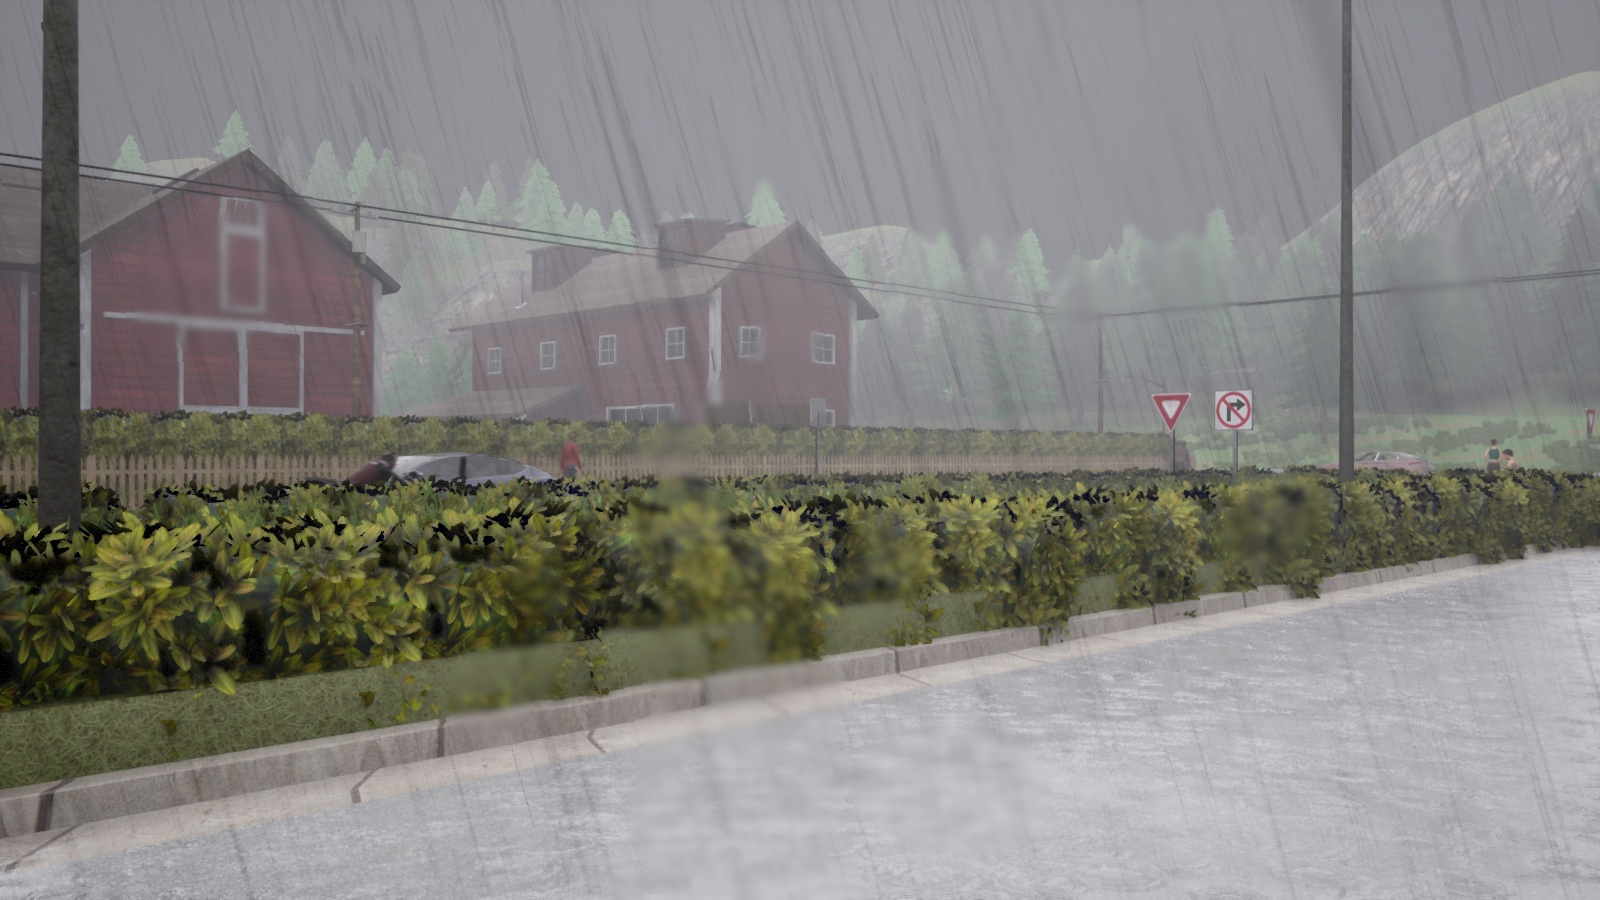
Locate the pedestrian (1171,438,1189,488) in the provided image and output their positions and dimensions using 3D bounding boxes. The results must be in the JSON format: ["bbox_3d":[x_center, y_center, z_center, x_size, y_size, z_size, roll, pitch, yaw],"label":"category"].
[{"bbox_3d":[14.074,0.466,46.476,0.634,1.846,0.331,0,0,-41],"label":"pedestrian"}]

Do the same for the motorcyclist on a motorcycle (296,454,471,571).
[{"bbox_3d":[-5.831,0.831,17.678,2.191,1.530,0.866,0,0,-44],"label":"motorcyclist on a motorcycle"}]

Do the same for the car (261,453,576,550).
[{"bbox_3d":[-6.531,0.806,21.891,4.792,1.488,2.163,0,0,-44],"label":"car"}]

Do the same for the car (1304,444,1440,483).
[{"bbox_3d":[25.107,0.582,55.251,2.152,1.651,5.027,0,0,-44],"label":"car"}]

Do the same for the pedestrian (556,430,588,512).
[{"bbox_3d":[-5.210,0.473,28.732,0.636,1.846,0.331,0,0,-45],"label":"pedestrian"}]

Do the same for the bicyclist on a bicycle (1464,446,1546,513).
[{"bbox_3d":[17.203,0.706,30.666,0.866,1.612,1.509,0,0,-38],"label":"bicyclist on a bicycle"}]

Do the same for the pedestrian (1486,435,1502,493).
[{"bbox_3d":[22.065,0.433,39.906,0.345,1.836,0.594,0,0,39],"label":"pedestrian"}]
